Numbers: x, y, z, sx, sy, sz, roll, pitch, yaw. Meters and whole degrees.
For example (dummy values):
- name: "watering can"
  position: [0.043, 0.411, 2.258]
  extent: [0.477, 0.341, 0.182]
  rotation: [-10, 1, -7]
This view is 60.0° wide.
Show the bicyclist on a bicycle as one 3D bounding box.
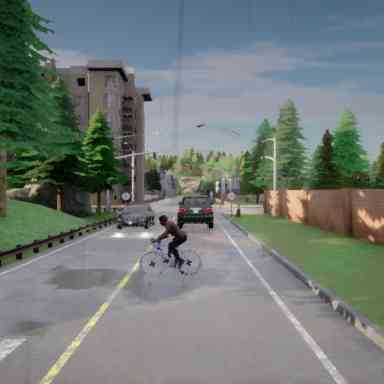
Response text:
- name: "bicyclist on a bicycle"
  position: [-0.590, 1.450, 8.912]
  extent: [1.656, 1.620, 0.582]
  rotation: [-2, 0, 0]

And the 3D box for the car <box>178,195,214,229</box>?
- name: "car"
  position: [0.245, 1.221, 21.744]
  extent: [2.150, 2.045, 5.566]
  rotation: [0, 0, 0]

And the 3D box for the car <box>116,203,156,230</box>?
- name: "car"
  position: [-3.413, 1.506, 20.995]
  extent: [1.837, 1.490, 4.892]
  rotation: [0, -1, 1]
